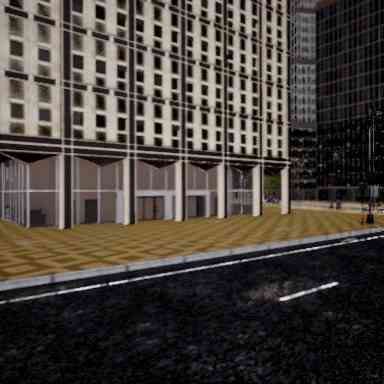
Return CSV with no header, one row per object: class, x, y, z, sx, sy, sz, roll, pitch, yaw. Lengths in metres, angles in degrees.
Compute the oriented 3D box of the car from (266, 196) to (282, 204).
car,16.915,1.577,68.816,2.097,1.767,4.553,0,0,-8
